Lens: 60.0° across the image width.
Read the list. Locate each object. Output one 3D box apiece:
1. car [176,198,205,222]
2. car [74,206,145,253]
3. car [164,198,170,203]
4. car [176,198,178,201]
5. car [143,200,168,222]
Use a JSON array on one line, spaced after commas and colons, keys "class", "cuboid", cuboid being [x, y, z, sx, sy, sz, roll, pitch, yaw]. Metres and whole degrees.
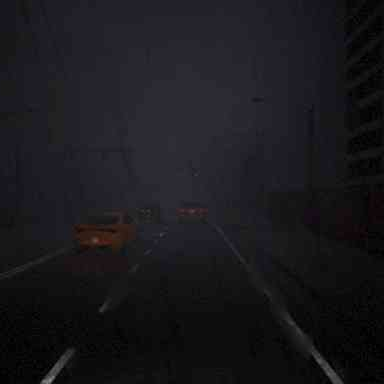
[{"class": "car", "cuboid": [0.021, 1.622, 29.075, 2.097, 1.767, 4.553, 0, -1, 1]}, {"class": "car", "cuboid": [-3.496, 1.614, 14.478, 1.882, 1.535, 5.008, 0, 0, 0]}, {"class": "car", "cuboid": [-7.007, 2.335, 92.103, 1.882, 1.535, 5.008, 0, -1, 0]}, {"class": "car", "cuboid": [-3.507, 2.328, 92.943, 2.128, 1.511, 4.902, 0, -1, 0]}, {"class": "car", "cuboid": [-3.538, 1.766, 29.290, 2.128, 1.511, 4.902, 0, 0, -1]}]
